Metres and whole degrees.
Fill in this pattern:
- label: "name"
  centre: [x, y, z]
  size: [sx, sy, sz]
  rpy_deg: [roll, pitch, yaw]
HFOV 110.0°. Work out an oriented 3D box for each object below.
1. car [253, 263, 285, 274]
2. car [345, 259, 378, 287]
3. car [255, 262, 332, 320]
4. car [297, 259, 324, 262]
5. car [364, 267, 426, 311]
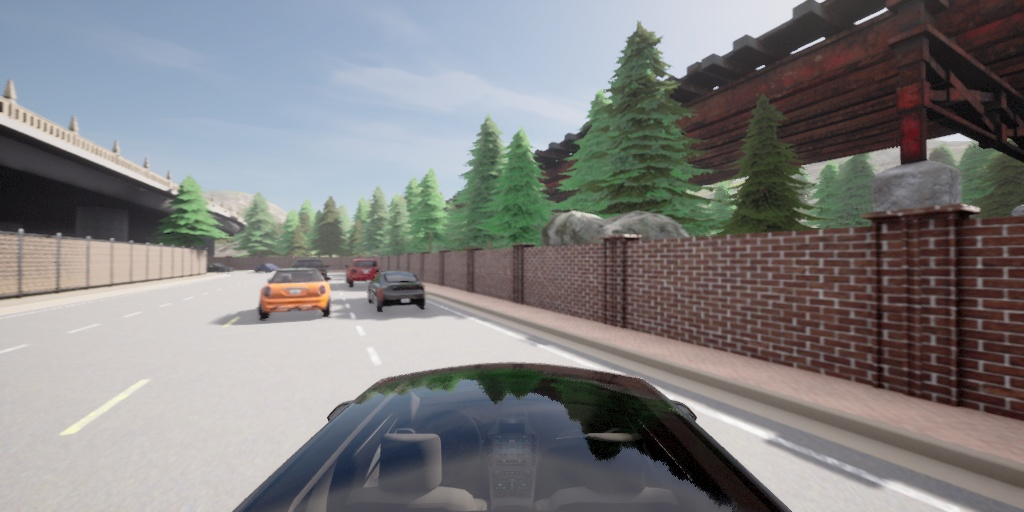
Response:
- label: "car"
  centre: [-35.707, 1.794, 52.579]
  size: [4.674, 1.442, 1.812]
  rpy_deg: [0, -1, 26]
- label: "car"
  centre: [-11.584, 1.247, 27.828]
  size: [2.150, 2.045, 5.566]
  rpy_deg: [0, 0, -27]
- label: "car"
  centre: [-8.085, 1.223, 13.673]
  size: [2.097, 1.767, 4.553]
  rpy_deg: [0, -1, -27]
- label: "car"
  centre: [-14.675, 1.227, 26.188]
  size: [2.150, 2.045, 5.566]
  rpy_deg: [0, 0, -27]
- label: "car"
  centre: [-5.025, 1.401, 15.370]
  size: [1.837, 1.490, 4.892]
  rpy_deg: [0, 0, -27]
